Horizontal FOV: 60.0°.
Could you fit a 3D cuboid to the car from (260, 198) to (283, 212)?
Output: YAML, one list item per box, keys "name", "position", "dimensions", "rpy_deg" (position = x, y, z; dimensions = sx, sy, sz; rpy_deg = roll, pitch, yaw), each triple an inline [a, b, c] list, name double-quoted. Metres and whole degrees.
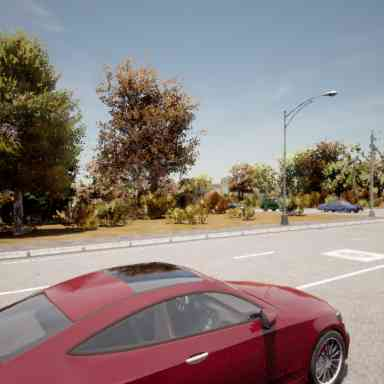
- name: "car"
  position: [12.605, 1.867, 49.302]
  dimensions: [2.150, 2.045, 5.566]
  rpy_deg: [0, -3, -32]

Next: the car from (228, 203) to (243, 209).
- name: "car"
  position: [7.222, 2.656, 57.927]
  dimensions: [2.128, 1.511, 4.902]
  rpy_deg: [0, -3, -32]

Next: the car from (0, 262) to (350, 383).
- name: "car"
  position: [-0.234, 1.526, 3.577]
  dimensions: [4.674, 1.442, 1.812]
  rpy_deg: [0, 0, -35]

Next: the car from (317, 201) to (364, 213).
- name: "car"
  position: [18.016, 1.815, 40.650]
  dimensions: [2.033, 1.411, 5.357]
  rpy_deg: [0, -2, -32]
